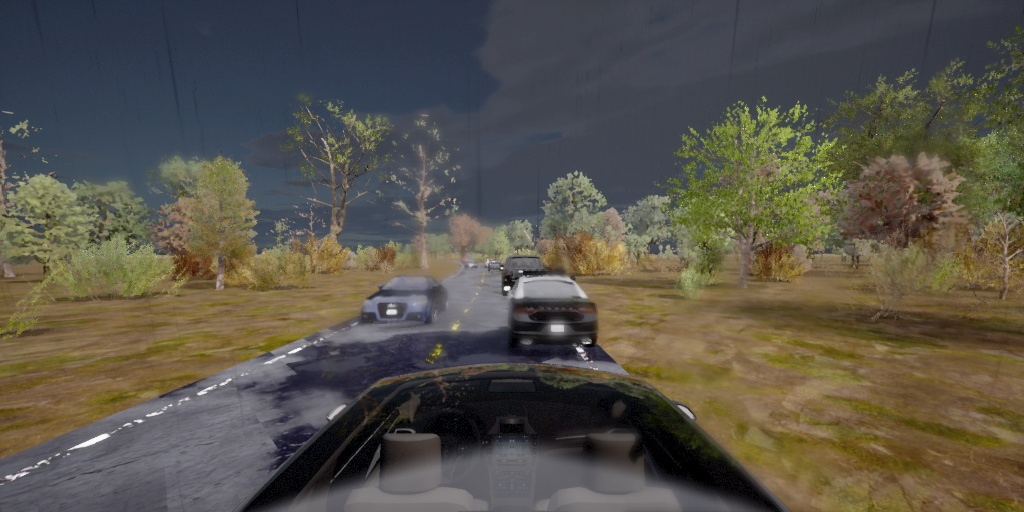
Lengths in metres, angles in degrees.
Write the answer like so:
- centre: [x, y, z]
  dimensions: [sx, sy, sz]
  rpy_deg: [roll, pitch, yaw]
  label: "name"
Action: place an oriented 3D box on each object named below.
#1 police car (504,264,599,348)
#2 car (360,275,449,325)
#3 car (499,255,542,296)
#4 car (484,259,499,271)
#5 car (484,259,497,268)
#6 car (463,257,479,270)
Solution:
- centre: [0.820, 1.174, 9.415]
  dimensions: [1.930, 1.638, 5.238]
  rpy_deg: [0, 0, -1]
  label: "police car"
- centre: [-3.267, 1.313, 11.633]
  dimensions: [1.994, 1.385, 4.181]
  rpy_deg: [0, 0, -1]
  label: "car"
- centre: [0.531, 0.972, 19.380]
  dimensions: [2.150, 2.045, 5.566]
  rpy_deg: [0, 0, -2]
  label: "car"
- centre: [-2.313, 1.240, 48.066]
  dimensions: [2.128, 1.511, 4.902]
  rpy_deg: [0, 0, -5]
  label: "car"
- centre: [-3.593, 1.278, 59.865]
  dimensions: [1.812, 1.442, 4.674]
  rpy_deg: [0, 0, -8]
  label: "car"
- centre: [-6.127, 1.244, 54.355]
  dimensions: [2.128, 1.511, 4.902]
  rpy_deg: [0, 0, -6]
  label: "car"
